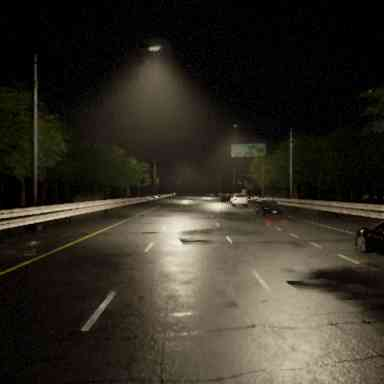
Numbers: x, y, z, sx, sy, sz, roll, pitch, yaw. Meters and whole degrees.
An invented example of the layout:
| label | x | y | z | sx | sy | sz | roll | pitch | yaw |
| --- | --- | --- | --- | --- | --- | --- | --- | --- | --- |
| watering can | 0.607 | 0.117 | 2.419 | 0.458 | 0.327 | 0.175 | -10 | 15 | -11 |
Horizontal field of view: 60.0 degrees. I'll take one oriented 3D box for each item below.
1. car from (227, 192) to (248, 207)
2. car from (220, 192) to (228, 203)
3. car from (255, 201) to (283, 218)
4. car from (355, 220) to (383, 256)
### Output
| label | x | y | z | sx | sy | sz | roll | pitch | yaw |
| --- | --- | --- | --- | --- | --- | --- | --- | --- | --- |
| car | 7.127 | 1.232 | 50.598 | 2.150 | 2.045 | 5.566 | 0 | 0 | 0 |
| car | 7.236 | 1.324 | 71.499 | 2.097 | 1.767 | 4.553 | 0 | 0 | 0 |
| car | 7.042 | 1.537 | 30.566 | 1.812 | 1.442 | 4.674 | 0 | 0 | 0 |
| car | 7.004 | 1.509 | 10.498 | 1.837 | 1.490 | 4.892 | 0 | 0 | 0 |
